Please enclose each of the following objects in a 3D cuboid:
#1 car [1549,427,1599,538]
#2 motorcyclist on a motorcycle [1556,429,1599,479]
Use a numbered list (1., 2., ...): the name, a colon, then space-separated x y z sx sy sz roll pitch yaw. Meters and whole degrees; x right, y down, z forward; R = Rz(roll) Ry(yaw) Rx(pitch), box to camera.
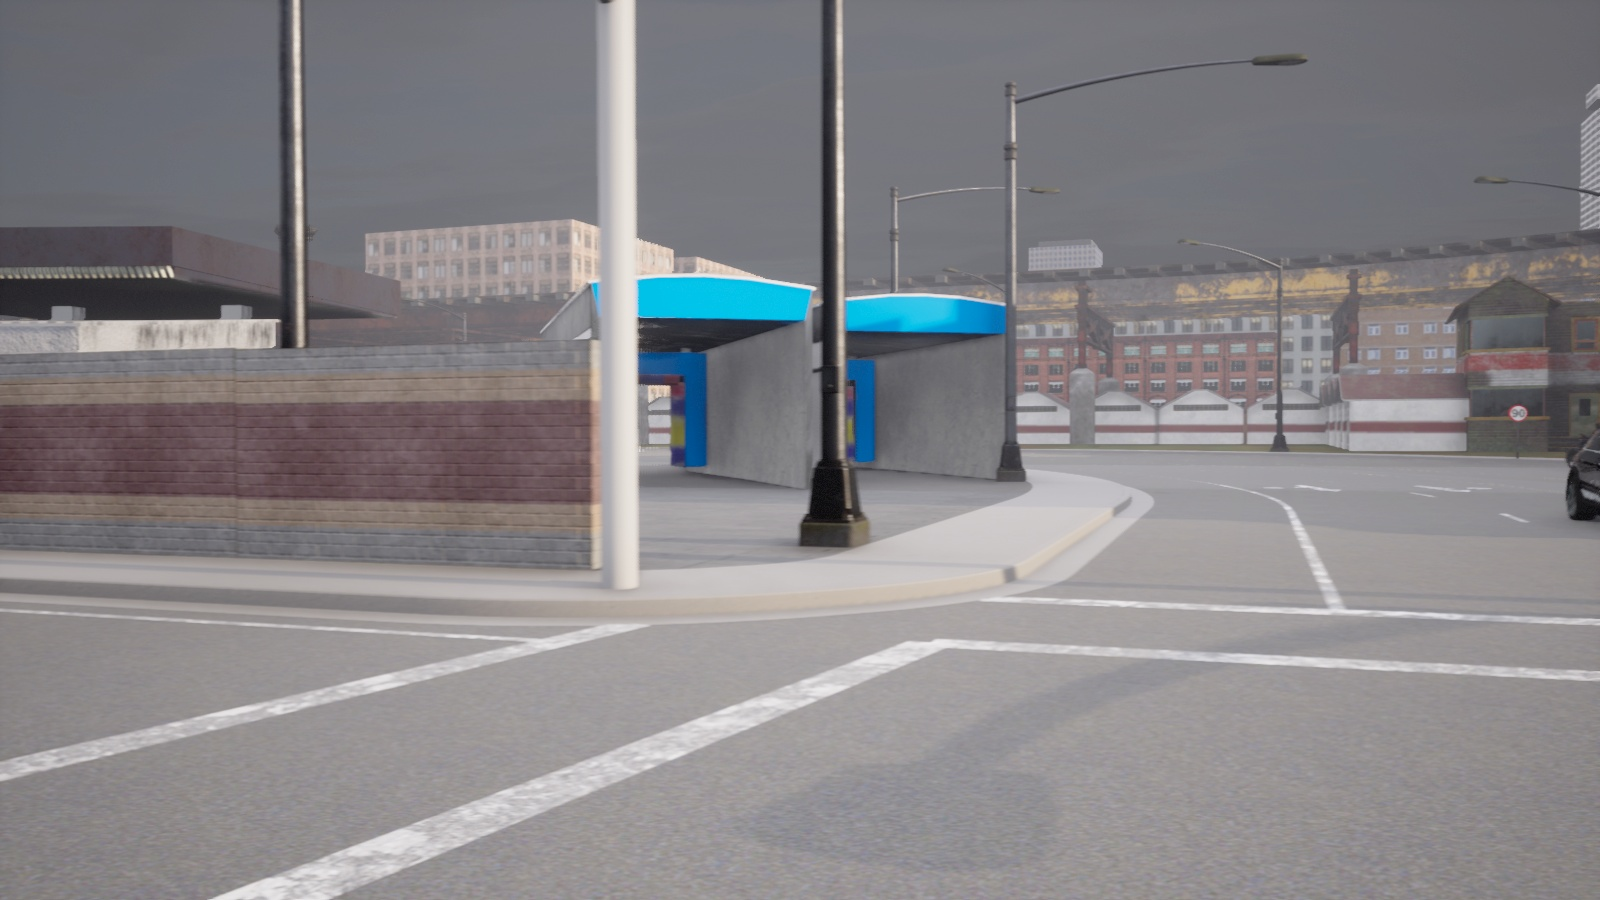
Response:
1. car: 13.096 0.474 19.020 2.033 1.649 4.856 1 1 19
2. motorcyclist on a motorcycle: 26.513 0.109 42.050 0.766 1.649 2.350 0 1 -6
